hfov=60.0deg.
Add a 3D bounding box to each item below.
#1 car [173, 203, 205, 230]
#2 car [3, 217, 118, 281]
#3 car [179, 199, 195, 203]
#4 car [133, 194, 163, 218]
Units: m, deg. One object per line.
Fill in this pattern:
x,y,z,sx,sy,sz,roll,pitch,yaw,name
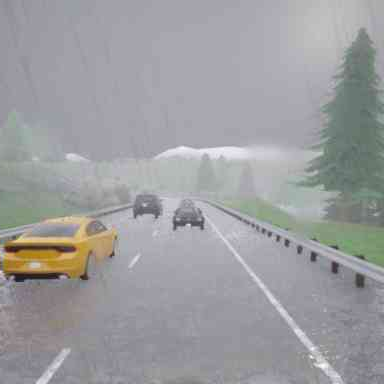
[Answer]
-0.231,1.599,21.283,1.895,1.301,4.718,0,0,-1,car
-3.532,1.480,9.897,1.882,1.535,5.008,0,0,-1,car
-0.575,1.545,39.395,2.033,1.411,5.357,0,0,-1,car
-3.881,1.222,29.875,2.150,2.045,5.566,0,0,-1,car
